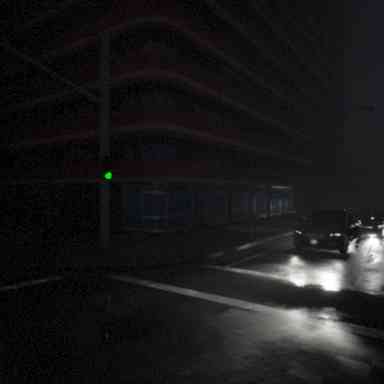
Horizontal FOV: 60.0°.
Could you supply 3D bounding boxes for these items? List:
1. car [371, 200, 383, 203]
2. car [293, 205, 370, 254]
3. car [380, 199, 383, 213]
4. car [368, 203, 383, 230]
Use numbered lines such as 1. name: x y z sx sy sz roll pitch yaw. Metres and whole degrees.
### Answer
1. car: 16.380 1.484 28.867 2.128 1.511 4.902 0 0 35
2. car: 5.687 1.484 13.713 2.128 1.511 4.902 0 0 35
3. car: 22.360 1.518 37.281 1.812 1.442 4.674 0 0 36
4. car: 11.028 1.593 21.284 1.895 1.301 4.718 0 0 35
